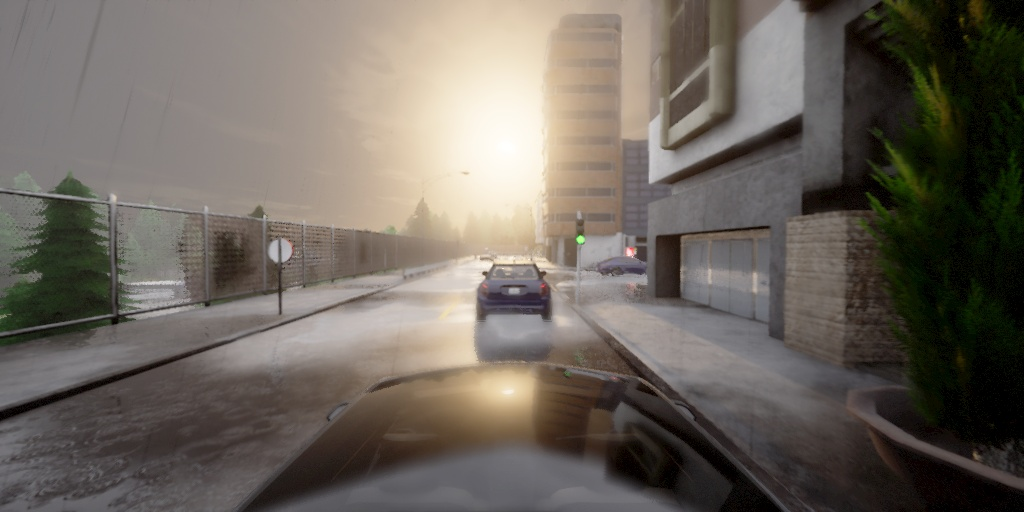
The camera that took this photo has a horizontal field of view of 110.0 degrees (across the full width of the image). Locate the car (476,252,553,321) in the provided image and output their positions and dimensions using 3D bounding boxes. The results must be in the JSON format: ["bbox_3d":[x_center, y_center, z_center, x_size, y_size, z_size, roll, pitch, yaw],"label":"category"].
[{"bbox_3d":[0.074,0.889,11.569,2.097,1.767,4.553,0,1,0],"label":"car"}]

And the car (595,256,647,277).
[{"bbox_3d":[8.326,0.751,25.939,4.674,1.442,1.812,0,0,-10],"label":"car"}]

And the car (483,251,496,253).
[{"bbox_3d":[-4.036,0.101,56.964,2.033,1.411,5.357,0,1,1],"label":"car"}]
